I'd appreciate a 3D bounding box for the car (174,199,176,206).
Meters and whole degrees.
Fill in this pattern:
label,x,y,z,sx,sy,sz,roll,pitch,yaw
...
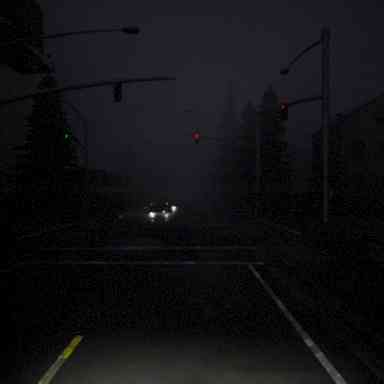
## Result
label,x,y,z,sx,sy,sz,roll,pitch,yaw
car,-3.522,1.546,52.193,1.895,1.301,4.718,0,0,0

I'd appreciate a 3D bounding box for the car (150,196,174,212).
label,x,y,z,sx,sy,sz,roll,pitch,yaw
car,-3.558,1.312,38.374,2.097,1.767,4.553,0,0,0
